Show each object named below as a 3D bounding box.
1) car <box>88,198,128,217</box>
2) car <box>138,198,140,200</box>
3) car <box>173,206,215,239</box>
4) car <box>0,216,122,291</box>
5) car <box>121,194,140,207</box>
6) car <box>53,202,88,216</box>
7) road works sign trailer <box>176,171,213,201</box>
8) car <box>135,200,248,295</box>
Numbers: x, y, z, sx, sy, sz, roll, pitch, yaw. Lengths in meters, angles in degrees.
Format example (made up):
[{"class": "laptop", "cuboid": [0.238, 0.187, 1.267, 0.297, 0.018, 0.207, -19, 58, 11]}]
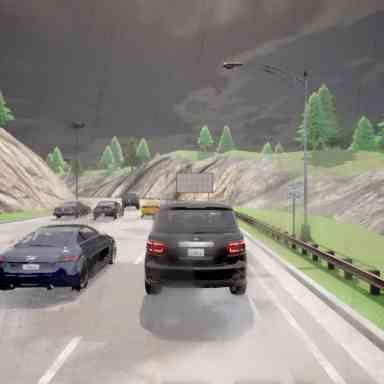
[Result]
[{"class": "car", "cuboid": [-6.999, 1.504, 28.311, 1.837, 1.490, 4.892, 0, 0, -1]}, {"class": "car", "cuboid": [-3.582, 1.477, 31.131, 1.882, 1.535, 5.008, 0, 0, -2]}, {"class": "car", "cuboid": [0.092, 1.558, 18.097, 1.994, 1.385, 4.181, 0, 0, 0]}, {"class": "car", "cuboid": [-3.413, 1.563, 9.050, 1.994, 1.385, 4.181, 0, 0, 0]}, {"class": "car", "cuboid": [-7.988, 1.220, 43.233, 2.150, 2.045, 5.566, 0, 0, -8]}, {"class": "car", "cuboid": [-10.513, 1.548, 29.456, 2.033, 1.411, 5.357, 0, 0, -1]}, {"class": "road works sign trailer", "cuboid": [0.181, 0.464, 21.594, 2.380, 3.560, 2.880, 0, 0, 0]}, {"class": "car", "cuboid": [0.085, 1.221, 8.878, 2.150, 2.045, 5.566, 0, 0, 0]}]
